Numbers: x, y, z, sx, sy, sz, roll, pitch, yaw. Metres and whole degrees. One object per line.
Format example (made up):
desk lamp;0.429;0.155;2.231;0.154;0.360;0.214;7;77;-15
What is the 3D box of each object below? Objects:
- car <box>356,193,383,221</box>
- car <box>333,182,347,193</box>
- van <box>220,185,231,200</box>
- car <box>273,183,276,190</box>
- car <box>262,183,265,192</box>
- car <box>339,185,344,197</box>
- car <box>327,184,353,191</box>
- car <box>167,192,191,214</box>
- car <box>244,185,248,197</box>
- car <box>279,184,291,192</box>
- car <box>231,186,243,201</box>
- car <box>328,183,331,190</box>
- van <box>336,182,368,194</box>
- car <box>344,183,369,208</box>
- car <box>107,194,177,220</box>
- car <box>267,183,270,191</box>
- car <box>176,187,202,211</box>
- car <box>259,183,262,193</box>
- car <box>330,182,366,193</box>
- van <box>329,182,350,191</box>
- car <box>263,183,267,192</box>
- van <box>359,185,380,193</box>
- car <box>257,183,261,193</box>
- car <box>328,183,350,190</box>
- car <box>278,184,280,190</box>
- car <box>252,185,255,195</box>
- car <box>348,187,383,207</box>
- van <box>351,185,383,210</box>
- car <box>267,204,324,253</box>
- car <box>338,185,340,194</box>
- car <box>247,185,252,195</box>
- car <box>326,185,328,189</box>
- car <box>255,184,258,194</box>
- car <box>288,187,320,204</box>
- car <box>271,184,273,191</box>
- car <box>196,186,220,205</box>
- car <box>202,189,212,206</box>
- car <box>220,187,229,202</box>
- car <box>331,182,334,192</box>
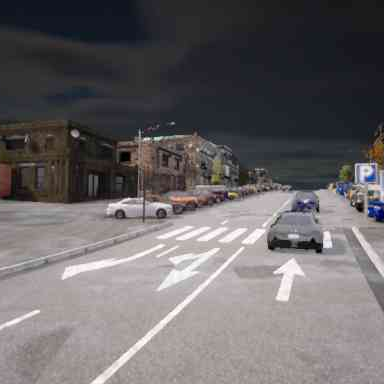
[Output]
car;12.844;1.018;19.529;5.008;1.535;2.097;0;2;2
car;22.675;-0.224;44.698;5.566;2.045;2.435;0;2;1
van;2.110;0.225;40.369;4.442;1.987;1.878;-2;2;0
car;16.229;-1.164;78.962;5.566;2.045;2.435;-1;1;0
car;11.203;-0.462;65.217;4.674;1.452;2.002;-2;1;0
car;20.510;0.249;39.078;4.892;1.521;2.231;0;2;1
car;34.878;-1.078;78.423;5.366;1.575;1.946;0;2;0
car;-2.667;1.010;26.496;4.792;1.488;2.163;-2;1;0
car;5.235;0.156;48.664;4.792;1.488;2.163;-2;1;0
car;21.086;-0.785;73.503;2.033;1.411;5.357;0;1;20
car;3.408;0.332;43.141;5.366;1.575;1.946;-2;1;0
car;27.633;-0.518;58.782;5.366;1.575;1.946;0;2;0
van;26.910;-0.637;55.963;4.442;1.987;1.878;0;2;0
car;15.012;0.548;25.091;5.566;2.045;2.435;0;2;2
car;-3.679;1.128;23.714;4.674;1.452;2.002;-2;1;-1
car;13.229;-0.686;70.715;5.008;1.535;2.097;-1;2;0
car;-1.686;0.748;29.265;4.553;1.767;2.185;-2;2;0
car;10.226;-0.528;62.447;4.553;1.767;2.185;-2;2;0
car;28.874;-0.865;61.585;5.566;2.045;2.435;0;2;0
van;35.991;-1.357;81.223;4.442;1.987;1.878;0;1;1
car;12.239;-0.722;67.953;4.553;1.767;2.185;-2;2;0
van;14.061;0.683;22.307;4.442;1.987;1.878;0;2;2
car;9.201;-0.298;59.696;5.008;1.535;2.097;-2;2;0
car;37.124;-1.304;84.037;4.553;1.767;2.185;0;1;1
car;21.377;-1.179;92.718;5.008;1.535;2.097;-1;0;1
car;7.200;-0.084;54.182;4.892;1.521;2.231;-2;2;0
car;17.203;0.453;30.685;4.553;1.767;2.185;0;2;1
van;16.021;0.463;27.884;4.442;1.987;1.878;0;2;2
car;4.184;1.423;13.300;1.994;1.385;4.181;0;2;20
car;21.606;0.168;41.892;4.792;1.488;2.163;0;2;1
car;6.192;0.021;51.427;5.008;1.535;2.097;-2;1;0
car;31.760;-0.877;70.011;5.366;1.575;1.946;0;2;0
car;8.202;-0.190;56.936;4.892;1.521;2.231;-2;2;0
car;9.398;0.672;27.362;2.097;1.767;4.553;0;2;20
car;15.064;-0.844;76.223;5.366;1.575;1.946;-1;1;0
car;0.285;0.534;34.821;4.553;1.767;2.185;-2;2;0
car;-0.757;0.798;32.049;4.792;1.488;2.163;-2;2;0
car;1.239;0.553;37.610;5.008;1.535;2.097;-2;1;0
car;24.771;-0.444;50.336;5.566;2.045;2.435;0;2;0
